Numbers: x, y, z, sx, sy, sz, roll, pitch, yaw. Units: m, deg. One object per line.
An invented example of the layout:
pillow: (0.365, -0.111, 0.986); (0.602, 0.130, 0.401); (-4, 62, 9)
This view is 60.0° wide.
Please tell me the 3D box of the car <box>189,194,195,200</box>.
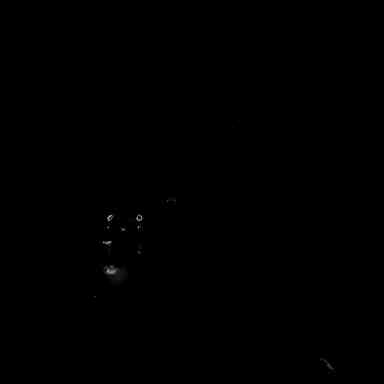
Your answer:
car: (0.010, 1.463, 94.371); (1.837, 1.490, 4.892); (0, 0, 0)

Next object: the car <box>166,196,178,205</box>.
car: (-3.537, 1.463, 60.132); (1.882, 1.535, 5.008); (0, 0, 1)

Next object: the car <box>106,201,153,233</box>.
car: (-3.597, 1.381, 19.678); (2.097, 1.767, 4.553); (0, 0, 0)

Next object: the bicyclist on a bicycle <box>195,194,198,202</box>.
bicyclist on a bicycle: (0.969, 1.372, 71.333); (0.659, 1.776, 1.843); (0, 0, 0)

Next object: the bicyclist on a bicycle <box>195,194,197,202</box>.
bicyclist on a bicycle: (0.970, 1.400, 80.342); (0.659, 1.776, 1.843); (0, 0, 0)
